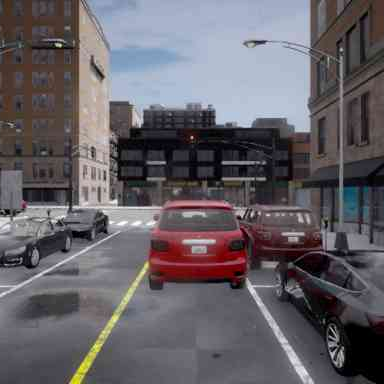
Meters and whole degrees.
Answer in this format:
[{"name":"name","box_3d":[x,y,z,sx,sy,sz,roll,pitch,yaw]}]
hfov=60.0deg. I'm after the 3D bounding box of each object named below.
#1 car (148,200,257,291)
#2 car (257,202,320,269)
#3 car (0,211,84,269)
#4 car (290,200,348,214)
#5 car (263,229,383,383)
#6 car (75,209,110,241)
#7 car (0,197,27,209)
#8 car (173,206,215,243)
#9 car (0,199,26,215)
[{"name":"car","box_3d":[0.080,1.221,9.193,2.150,2.045,5.566,0,0,-1]},{"name":"car","box_3d":[2.637,1.315,11.035,2.192,1.841,5.009,0,0,0]},{"name":"car","box_3d":[-5.388,1.551,11.036,2.008,1.369,4.403,0,0,0]},{"name":"car","box_3d":[13.579,1.624,35.778,5.357,1.411,2.033,0,0,0]},{"name":"car","box_3d":[2.636,1.566,5.373,1.947,1.339,4.313,0,0,0]},{"name":"car","box_3d":[-5.387,1.566,16.698,1.947,1.339,4.313,0,0,0]},{"name":"car","box_3d":[-20.309,1.262,35.633,4.553,1.767,2.097,0,0,0]},{"name":"car","box_3d":[0.092,1.526,16.952,1.812,1.442,4.674,0,0,0]},{"name":"car","box_3d":[-17.512,1.524,28.939,4.718,1.301,1.895,0,0,0]}]
